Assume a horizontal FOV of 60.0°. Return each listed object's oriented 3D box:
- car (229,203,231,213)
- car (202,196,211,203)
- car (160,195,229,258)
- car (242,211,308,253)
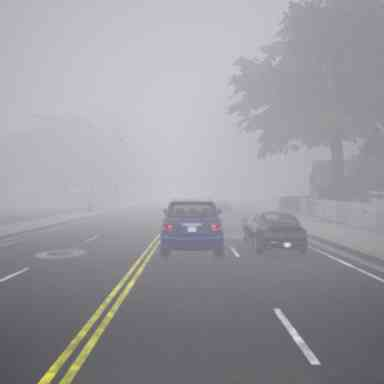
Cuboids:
[{"bbox_3d":[3.257,1.600,37.077,1.812,1.442,4.674,0,0,0],"label":"car"},{"bbox_3d":[3.264,1.627,75.471,1.812,1.442,4.674,0,0,0],"label":"car"},{"bbox_3d":[0.016,1.251,13.054,2.150,2.045,5.566,0,0,0],"label":"car"},{"bbox_3d":[3.273,1.535,13.786,1.837,1.490,4.892,0,0,0],"label":"car"}]
